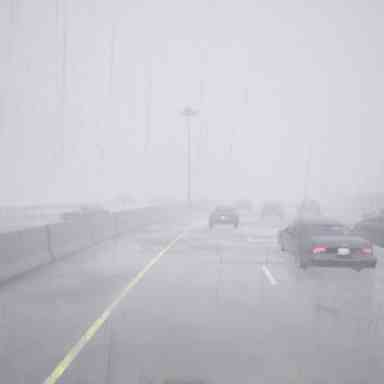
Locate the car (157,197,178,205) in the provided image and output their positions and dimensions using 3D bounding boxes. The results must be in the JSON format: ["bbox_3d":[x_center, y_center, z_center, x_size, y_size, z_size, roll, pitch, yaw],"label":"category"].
[{"bbox_3d":[-3.863,1.629,57.605,1.837,1.490,4.892,0,0,15],"label":"car"}]

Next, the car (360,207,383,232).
[{"bbox_3d":[12.566,1.689,21.269,1.895,1.301,4.718,0,0,10],"label":"car"}]

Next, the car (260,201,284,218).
[{"bbox_3d":[7.397,1.600,30.738,1.837,1.490,4.892,0,0,13],"label":"car"}]

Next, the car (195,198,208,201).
[{"bbox_3d":[1.986,1.766,65.787,1.895,1.301,4.718,0,0,15],"label":"car"}]

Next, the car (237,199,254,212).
[{"bbox_3d":[6.493,1.622,41.417,1.837,1.490,4.892,0,0,15],"label":"car"}]

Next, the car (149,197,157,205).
[{"bbox_3d":[-6.403,1.628,61.562,1.837,1.490,4.892,0,0,15],"label":"car"}]

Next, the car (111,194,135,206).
[{"bbox_3d":[-11.568,1.314,55.845,2.150,2.045,5.566,0,0,15],"label":"car"}]

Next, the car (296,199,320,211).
[{"bbox_3d":[11.888,1.469,34.307,2.097,1.767,4.553,0,0,14],"label":"car"}]

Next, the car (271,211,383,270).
[{"bbox_3d":[4.175,1.587,11.163,2.033,1.411,5.357,0,0,5],"label":"car"}]

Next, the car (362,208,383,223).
[{"bbox_3d":[7.914,1.546,12.971,2.128,1.511,4.902,0,0,6],"label":"car"}]

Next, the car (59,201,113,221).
[{"bbox_3d":[-8.162,1.636,25.674,1.895,1.301,4.718,0,0,10],"label":"car"}]

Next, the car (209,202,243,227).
[{"bbox_3d":[2.353,1.626,23.504,1.994,1.385,4.181,0,0,10],"label":"car"}]
